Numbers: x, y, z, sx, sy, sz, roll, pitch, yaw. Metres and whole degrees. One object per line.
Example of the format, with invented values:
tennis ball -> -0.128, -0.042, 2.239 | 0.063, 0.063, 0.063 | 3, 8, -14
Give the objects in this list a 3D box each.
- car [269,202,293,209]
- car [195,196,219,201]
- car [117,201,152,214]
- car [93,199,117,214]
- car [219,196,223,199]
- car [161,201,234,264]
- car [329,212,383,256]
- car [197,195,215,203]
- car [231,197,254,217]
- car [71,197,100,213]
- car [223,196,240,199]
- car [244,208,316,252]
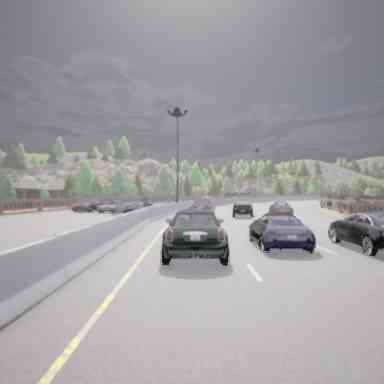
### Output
car -> 8.322, 1.596, 31.163 | 1.994, 1.385, 4.181 | 0, 0, 9
car -> 1.069, 1.396, 29.916 | 2.097, 1.767, 4.553 | 0, 0, 7
car -> -5.554, 1.609, 34.557 | 2.033, 1.411, 5.357 | 0, 0, 10
car -> -8.683, 1.673, 36.682 | 1.895, 1.301, 4.718 | 0, 0, 11
car -> 7.139, 1.534, 75.183 | 1.882, 1.535, 5.008 | 0, 0, 34
car -> 0.104, 1.373, 12.015 | 2.097, 1.767, 4.553 | 0, 0, 0
car -> 7.108, 1.515, 13.157 | 2.128, 1.511, 4.902 | 0, 0, 0
car -> 3.282, 1.562, 75.656 | 1.882, 1.535, 5.008 | 0, 0, 31
car -> 4.906, 1.517, 32.020 | 1.882, 1.535, 5.008 | 0, 0, 9
car -> -11.881, 1.434, 38.225 | 2.097, 1.767, 4.553 | 0, 0, 12
car -> 9.265, 1.522, 72.027 | 1.882, 1.535, 5.008 | 0, 0, 31
car -> 3.611, 1.588, 13.977 | 1.994, 1.385, 4.181 | 0, 0, 0
